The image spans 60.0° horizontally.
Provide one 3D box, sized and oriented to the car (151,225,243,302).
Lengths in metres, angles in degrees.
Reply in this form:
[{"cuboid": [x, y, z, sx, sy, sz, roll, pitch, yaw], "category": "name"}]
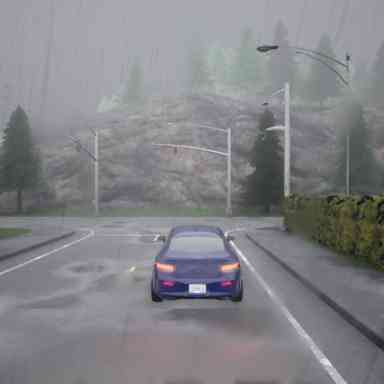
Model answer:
[{"cuboid": [0.107, 1.526, 8.130, 1.812, 1.442, 4.674, 0, 0, 0], "category": "car"}]
